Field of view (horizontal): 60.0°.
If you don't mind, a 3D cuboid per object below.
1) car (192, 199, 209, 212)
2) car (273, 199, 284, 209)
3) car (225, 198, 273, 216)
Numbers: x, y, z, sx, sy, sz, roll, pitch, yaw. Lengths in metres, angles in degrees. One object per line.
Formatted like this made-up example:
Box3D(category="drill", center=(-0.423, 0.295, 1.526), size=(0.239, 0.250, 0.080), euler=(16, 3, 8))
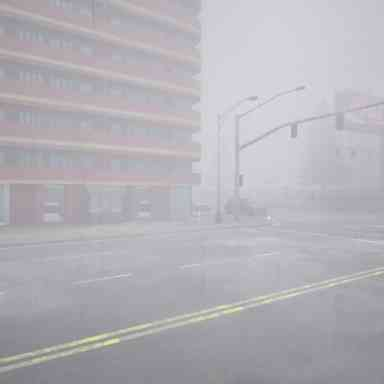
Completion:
Box3D(category="car", center=(0.261, 1.526, 39.812), size=(1.812, 1.442, 4.674), euler=(0, 0, -34))
Box3D(category="car", center=(9.965, 1.601, 44.535), size=(1.895, 1.301, 4.718), euler=(0, 0, -34))
Box3D(category="car", center=(5.240, 1.352, 32.389), size=(2.097, 1.767, 4.553), euler=(0, 0, -34))
